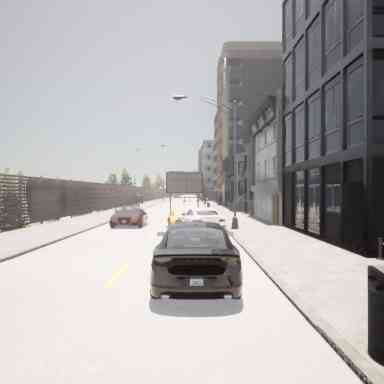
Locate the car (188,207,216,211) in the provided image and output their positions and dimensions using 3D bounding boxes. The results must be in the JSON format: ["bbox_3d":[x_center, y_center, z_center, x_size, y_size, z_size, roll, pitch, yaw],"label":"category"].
[{"bbox_3d":[0.500,1.539,17.818,1.812,1.442,4.674,0,-1,-10],"label":"car"}]

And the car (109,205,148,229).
[{"bbox_3d":[-4.036,1.564,21.729,1.994,1.385,4.181,0,0,0],"label":"car"}]

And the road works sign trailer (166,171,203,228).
[{"bbox_3d":[-0.522,0.464,21.296,2.380,3.560,2.880,0,0,-16],"label":"road works sign trailer"}]

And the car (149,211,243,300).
[{"bbox_3d":[0.085,1.478,8.469,1.882,1.535,5.008,0,0,0],"label":"car"}]
